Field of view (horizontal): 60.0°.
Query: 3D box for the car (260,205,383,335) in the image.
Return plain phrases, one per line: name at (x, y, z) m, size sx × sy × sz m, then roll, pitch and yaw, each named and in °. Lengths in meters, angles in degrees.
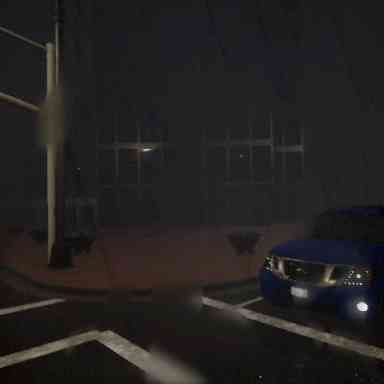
car at (3.860, 1.330, 7.333) m, size 5.566 × 2.045 × 2.150 m, roll 1°, pitch -2°, yaw -41°
